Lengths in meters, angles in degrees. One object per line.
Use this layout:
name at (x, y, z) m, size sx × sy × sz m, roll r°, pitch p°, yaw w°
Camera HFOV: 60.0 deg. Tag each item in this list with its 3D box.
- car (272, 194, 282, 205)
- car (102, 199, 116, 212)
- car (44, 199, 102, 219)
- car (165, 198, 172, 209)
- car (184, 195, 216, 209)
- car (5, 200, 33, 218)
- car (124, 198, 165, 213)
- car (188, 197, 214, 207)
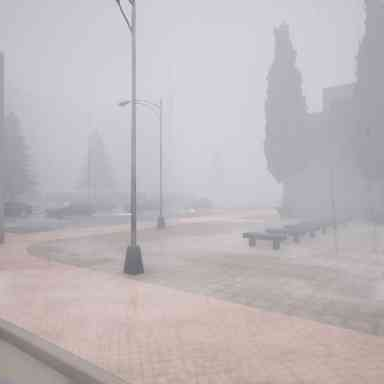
car at (16.371, 1.564, 58.933) m, size 1.994 × 1.385 × 4.181 m, roll 0°, pitch 0°, yaw 38°
car at (-10.454, 1.491, 35.918) m, size 2.128 × 1.511 × 4.902 m, roll 0°, pitch 0°, yaw 38°
car at (-10.774, 1.526, 29.736) m, size 1.812 × 1.442 × 4.674 m, roll 0°, pitch 0°, yaw 37°
car at (-4.688, 1.505, 43.390) m, size 1.837 × 1.490 × 4.892 m, roll 0°, pitch 0°, yaw 38°
car at (0.873, 1.505, 44.860) m, size 1.837 × 1.490 × 4.892 m, roll 0°, pitch 0°, yaw 38°
car at (-16.239, 1.505, 28.491) m, size 1.837 × 1.490 × 4.892 m, roll 0°, pitch 0°, yaw 39°
car at (-5.469, 1.564, 36.640) m, size 1.994 × 1.385 × 4.181 m, roll 0°, pitch 0°, yaw 38°
car at (1.464, 1.564, 51.329) m, size 1.994 × 1.385 × 4.181 m, roll 0°, pitch 0°, yaw 38°
